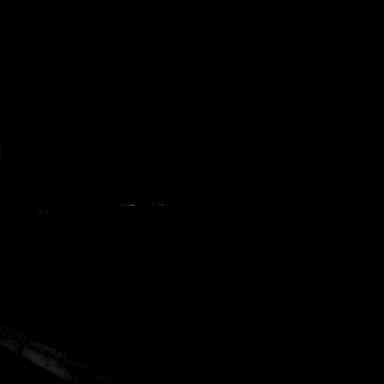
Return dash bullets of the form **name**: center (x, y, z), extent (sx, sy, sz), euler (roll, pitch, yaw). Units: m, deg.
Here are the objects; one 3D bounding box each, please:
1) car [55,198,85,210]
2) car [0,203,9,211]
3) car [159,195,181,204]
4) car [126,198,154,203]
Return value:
- **car**: center (-16.387, 1.534, 42.358), extent (2.033, 1.411, 5.357), euler (0, 0, 39)
- **car**: center (-21.905, 1.561, 41.098), extent (1.994, 1.385, 4.181), euler (0, 0, 38)
- **car**: center (-3.904, 1.280, 57.836), extent (1.837, 1.490, 4.892), euler (0, 1, 39)
- **car**: center (-8.864, 1.379, 57.261), extent (2.033, 1.411, 5.357), euler (0, 1, 39)
